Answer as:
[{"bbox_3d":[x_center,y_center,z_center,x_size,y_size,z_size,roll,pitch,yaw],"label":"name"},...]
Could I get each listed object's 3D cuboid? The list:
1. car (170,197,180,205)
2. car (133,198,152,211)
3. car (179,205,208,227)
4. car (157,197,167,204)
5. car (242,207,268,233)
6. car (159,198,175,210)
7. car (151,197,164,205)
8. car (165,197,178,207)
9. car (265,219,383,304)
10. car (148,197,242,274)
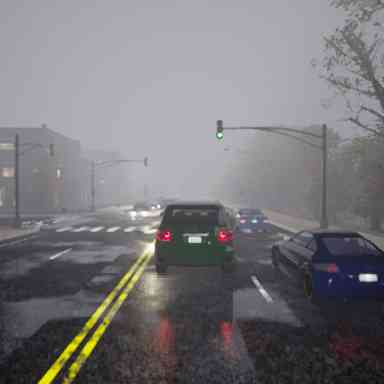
[{"bbox_3d":[-3.348,1.787,65.873,1.812,1.442,4.674,0,0,0],"label":"car"},{"bbox_3d":[-6.624,1.775,44.503,1.895,1.301,4.718,0,0,0],"label":"car"},{"bbox_3d":[0.100,1.697,24.619,1.895,1.301,4.718,0,0,0],"label":"car"},{"bbox_3d":[-6.623,1.794,74.164,1.837,1.490,4.892,0,0,0],"label":"car"},{"bbox_3d":[3.354,1.627,20.321,2.033,1.411,5.357,0,0,0],"label":"car"},{"bbox_3d":[-3.376,1.659,46.194,1.882,1.535,5.008,0,0,0],"label":"car"},{"bbox_3d":[-6.596,1.744,64.072,2.128,1.511,4.902,0,0,0],"label":"car"},{"bbox_3d":[-3.386,1.698,55.808,1.882,1.535,5.008,0,0,0],"label":"car"},{"bbox_3d":[3.349,1.598,8.304,1.994,1.385,4.181,0,0,0],"label":"car"},{"bbox_3d":[0.097,1.266,10.839,2.150,2.045,5.566,0,0,1],"label":"car"}]
